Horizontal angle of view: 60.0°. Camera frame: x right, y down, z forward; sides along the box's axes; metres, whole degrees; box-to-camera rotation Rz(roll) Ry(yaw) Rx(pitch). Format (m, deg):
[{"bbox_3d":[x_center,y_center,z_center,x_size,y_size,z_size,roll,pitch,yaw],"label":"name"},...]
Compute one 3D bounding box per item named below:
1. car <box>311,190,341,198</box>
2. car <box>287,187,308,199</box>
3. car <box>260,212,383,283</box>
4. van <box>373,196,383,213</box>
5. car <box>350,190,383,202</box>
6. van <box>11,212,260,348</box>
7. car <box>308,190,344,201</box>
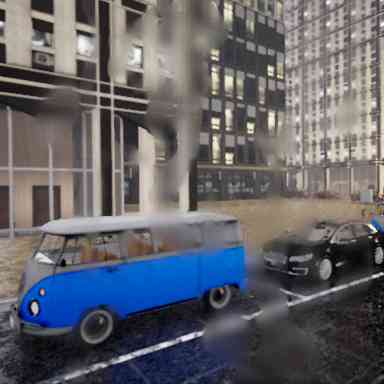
[{"bbox_3d":[22.212,0.307,55.173,1.802,1.307,4.206,0,1,-36],"label":"car"},{"bbox_3d":[15.442,0.167,50.238,2.192,1.841,5.009,0,1,-36],"label":"car"},{"bbox_3d":[3.744,1.437,9.232,4.403,1.369,2.008,-1,0,-35],"label":"car"},{"bbox_3d":[8.339,1.150,12.511,3.998,1.788,1.690,-1,0,-36],"label":"van"},{"bbox_3d":[21.938,0.506,41.181,1.967,1.590,4.097,0,1,-36],"label":"car"},{"bbox_3d":[-0.857,1.305,5.950,3.998,1.788,1.690,-1,0,-36],"label":"van"},{"bbox_3d":[18.687,0.541,45.712,1.802,1.307,4.206,0,1,-36],"label":"car"}]
